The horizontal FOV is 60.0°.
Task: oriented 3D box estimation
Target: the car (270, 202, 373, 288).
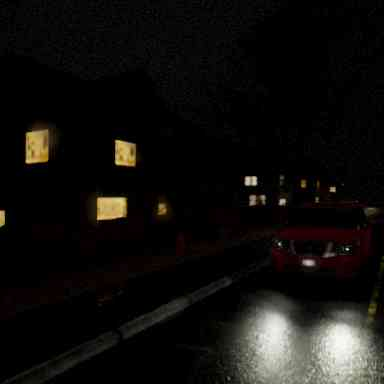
[{"bbox_3d":[4.217,1.361,10.249,2.150,2.045,5.566,-1,-1,32],"label":"car"}]
